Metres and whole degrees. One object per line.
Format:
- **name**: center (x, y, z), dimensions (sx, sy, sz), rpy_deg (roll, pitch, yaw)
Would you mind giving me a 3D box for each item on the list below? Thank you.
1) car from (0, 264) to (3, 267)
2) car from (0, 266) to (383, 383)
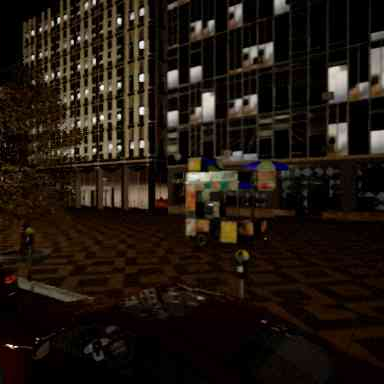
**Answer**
- **car**: center (-4.904, 1.612, 6.314), dimensions (4.206, 1.307, 1.802), rpy_deg (0, 0, 35)
- **car**: center (-0.383, 1.585, 3.138), dimensions (4.206, 1.307, 1.802), rpy_deg (0, 0, 35)
